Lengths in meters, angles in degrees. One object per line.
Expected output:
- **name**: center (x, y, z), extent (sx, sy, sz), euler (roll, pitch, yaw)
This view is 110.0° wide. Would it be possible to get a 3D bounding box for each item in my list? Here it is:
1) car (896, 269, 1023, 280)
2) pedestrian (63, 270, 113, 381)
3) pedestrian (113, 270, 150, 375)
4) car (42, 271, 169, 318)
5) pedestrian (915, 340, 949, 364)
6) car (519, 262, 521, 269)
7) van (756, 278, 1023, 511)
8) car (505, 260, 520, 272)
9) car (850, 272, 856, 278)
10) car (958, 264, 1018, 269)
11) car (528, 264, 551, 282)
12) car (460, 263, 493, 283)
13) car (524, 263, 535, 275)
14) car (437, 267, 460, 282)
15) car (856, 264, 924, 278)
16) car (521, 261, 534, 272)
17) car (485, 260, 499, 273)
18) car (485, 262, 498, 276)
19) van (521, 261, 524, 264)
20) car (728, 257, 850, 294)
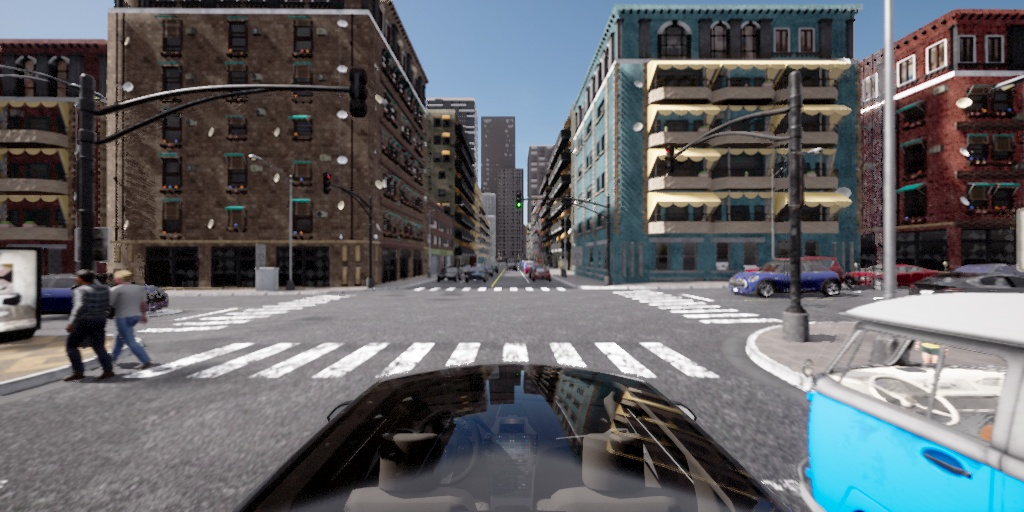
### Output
- **car**: center (15.788, 1.211, 11.862), extent (4.313, 1.339, 1.948), euler (0, 0, 0)
- **pedestrian**: center (-6.922, 1.089, 5.825), extent (0.375, 1.860, 0.375), euler (0, 0, 0)
- **pedestrian**: center (-6.927, 1.098, 6.444), extent (0.375, 1.860, 0.375), euler (0, 0, 0)
- **car**: center (-16.567, 1.474, 14.235), extent (4.553, 1.767, 2.097), euler (-1, 0, -2)
- **pedestrian**: center (6.100, 1.310, 5.192), extent (0.500, 1.100, 0.500), euler (0, 0, 0)
- **car**: center (2.655, 1.996, 60.686), extent (1.948, 1.339, 4.313), euler (0, 0, 0)
- **van**: center (2.690, 1.079, 0.679), extent (1.690, 1.789, 3.998), euler (0, 0, 0)
- **car**: center (-0.037, 1.952, 62.115), extent (1.837, 1.490, 4.892), euler (0, -1, 0)
- **car**: center (15.761, 0.989, 20.242), extent (5.009, 1.841, 2.192), euler (0, 0, 0)
- **car**: center (23.630, 1.100, 17.719), extent (5.357, 1.411, 2.033), euler (-1, 0, -1)
- **car**: center (2.671, 1.687, 33.071), extent (1.802, 1.307, 4.207), euler (0, 0, 0)
- **car**: center (-3.114, 1.648, 32.672), extent (2.033, 1.411, 5.357), euler (0, -1, 0)
- **car**: center (2.667, 1.735, 38.594), extent (1.948, 1.339, 4.313), euler (0, 0, 0)
- **car**: center (-5.711, 1.672, 33.078), extent (1.948, 1.339, 4.313), euler (0, 0, 0)
- **car**: center (21.332, 1.139, 20.287), extent (4.507, 1.381, 1.888), euler (0, 0, 0)
- **car**: center (2.661, 1.844, 49.640), extent (1.888, 1.381, 4.507), euler (0, 0, 0)
- **car**: center (-3.118, 1.568, 53.469), extent (2.150, 2.045, 5.566), euler (0, -1, 0)
- **car**: center (-3.125, 1.770, 43.073), extent (2.033, 1.411, 5.357), euler (0, -1, -1)
- **van**: center (2.658, 1.705, 55.163), extent (1.690, 1.789, 3.998), euler (0, 0, 0)
- **car**: center (13.268, 1.054, 17.675), extent (4.553, 1.767, 2.097), euler (-1, 0, 1)
